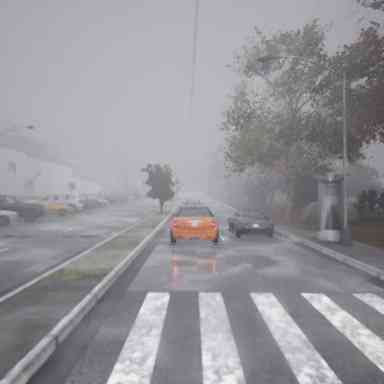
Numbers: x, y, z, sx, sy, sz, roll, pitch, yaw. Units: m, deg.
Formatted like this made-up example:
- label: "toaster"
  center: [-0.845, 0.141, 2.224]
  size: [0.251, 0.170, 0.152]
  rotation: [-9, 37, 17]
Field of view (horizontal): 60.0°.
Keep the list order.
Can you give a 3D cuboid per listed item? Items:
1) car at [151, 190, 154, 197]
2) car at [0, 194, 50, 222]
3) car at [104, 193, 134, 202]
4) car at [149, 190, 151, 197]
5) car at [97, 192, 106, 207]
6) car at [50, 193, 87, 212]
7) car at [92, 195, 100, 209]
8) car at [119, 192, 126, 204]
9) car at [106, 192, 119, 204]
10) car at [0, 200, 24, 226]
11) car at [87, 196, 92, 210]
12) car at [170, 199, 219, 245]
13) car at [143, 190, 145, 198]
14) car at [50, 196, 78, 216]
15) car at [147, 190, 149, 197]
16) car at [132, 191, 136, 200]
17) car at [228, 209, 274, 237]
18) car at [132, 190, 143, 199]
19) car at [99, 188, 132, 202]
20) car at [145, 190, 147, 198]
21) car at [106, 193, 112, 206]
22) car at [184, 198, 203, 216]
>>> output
- label: "car"
  center: [-13.782, 0.577, 87.612]
  size: [5.566, 2.045, 2.435]
  rotation: [-1, 1, -20]
- label: "car"
  center: [-13.798, 1.205, 24.611]
  size: [5.566, 2.045, 2.435]
  rotation: [-1, 0, -20]
- label: "car"
  center: [-13.953, 1.040, 63.554]
  size: [5.366, 1.575, 1.946]
  rotation: [-1, 1, -20]
- label: "car"
  center: [-13.784, 0.877, 84.611]
  size: [4.792, 1.488, 2.163]
  rotation: [-1, 1, -20]
- label: "car"
  center: [-13.834, 1.197, 42.605]
  size: [4.553, 1.767, 2.185]
  rotation: [-1, 0, -20]
- label: "car"
  center: [-13.840, 1.160, 33.592]
  size: [5.566, 2.045, 2.435]
  rotation: [-1, 1, -20]
- label: "car"
  center: [-13.809, 1.400, 39.618]
  size: [4.674, 1.452, 2.002]
  rotation: [-1, 0, -20]
- label: "car"
  center: [-13.764, 1.187, 54.634]
  size: [4.792, 1.488, 2.163]
  rotation: [-1, 1, -20]
- label: "car"
  center: [-13.789, 1.244, 48.617]
  size: [5.008, 1.535, 2.097]
  rotation: [-1, 1, -20]
- label: "car"
  center: [-13.829, 1.498, 21.592]
  size: [4.674, 1.452, 2.002]
  rotation: [-1, 0, -20]
- label: "car"
  center: [-13.835, 1.415, 36.593]
  size: [4.792, 1.488, 2.163]
  rotation: [-1, 1, -20]
- label: "car"
  center: [0.111, 1.379, 15.966]
  size: [2.097, 1.767, 4.553]
  rotation: [0, 0, 0]
- label: "car"
  center: [-13.738, 0.789, 75.630]
  size: [4.553, 1.767, 2.185]
  rotation: [-1, 1, -20]
- label: "car"
  center: [-13.643, 1.425, 30.666]
  size: [5.366, 1.575, 1.946]
  rotation: [-1, 0, -20]
- label: "car"
  center: [-13.769, 0.870, 81.626]
  size: [4.892, 1.521, 2.231]
  rotation: [-1, 0, -20]
- label: "car"
  center: [-13.609, 1.071, 60.688]
  size: [5.366, 1.575, 1.946]
  rotation: [-1, 1, -20]
- label: "car"
  center: [3.111, 1.606, 18.231]
  size: [1.994, 1.385, 4.181]
  rotation: [0, 0, 0]
- label: "car"
  center: [-13.800, 0.721, 69.602]
  size: [5.566, 2.045, 2.435]
  rotation: [-1, 1, -20]
- label: "car"
  center: [-13.765, 0.865, 57.633]
  size: [5.566, 2.045, 2.435]
  rotation: [-1, 1, -20]
- label: "car"
  center: [-13.797, 0.766, 78.615]
  size: [4.553, 1.767, 2.185]
  rotation: [-1, 0, -20]
- label: "car"
  center: [-13.802, 1.325, 45.617]
  size: [4.674, 1.452, 2.002]
  rotation: [-1, 0, -20]
- label: "car"
  center: [0.117, 1.481, 34.288]
  size: [1.837, 1.490, 4.892]
  rotation: [0, 1, 0]
